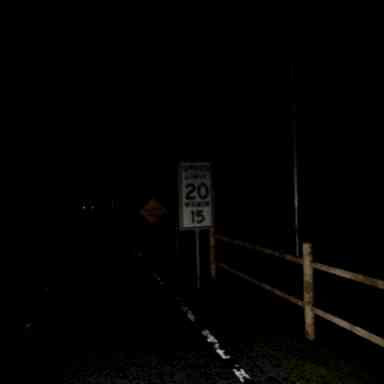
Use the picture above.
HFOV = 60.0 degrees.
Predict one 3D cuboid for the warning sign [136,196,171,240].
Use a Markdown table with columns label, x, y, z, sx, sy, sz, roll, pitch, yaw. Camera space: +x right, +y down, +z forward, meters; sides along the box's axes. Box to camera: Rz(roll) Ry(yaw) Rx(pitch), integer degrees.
| label | x | y | z | sx | sy | sz | roll | pitch | yaw |
| --- | --- | --- | --- | --- | --- | --- | --- | --- | --- |
| warning sign | -1.762 | 1.152 | 15.085 | 1.300 | 1.860 | 1.060 | -2 | 0 | -17 |

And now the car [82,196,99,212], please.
| label | x | y | z | sx | sy | sz | roll | pitch | yaw |
| --- | --- | --- | --- | --- | --- | --- | --- | --- | --- |
| car | -14.303 | 1.582 | 46.936 | 2.150 | 2.045 | 5.566 | -2 | 0 | -17 |

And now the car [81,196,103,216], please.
| label | x | y | z | sx | sy | sz | roll | pitch | yaw |
| --- | --- | --- | --- | --- | --- | --- | --- | --- | --- |
| car | -10.868 | 1.625 | 36.114 | 2.097 | 1.767 | 4.553 | -2 | 0 | -18 |

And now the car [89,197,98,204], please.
| label | x | y | z | sx | sy | sz | roll | pitch | yaw |
| --- | --- | --- | --- | --- | --- | --- | --- | --- | --- |
| car | -24.125 | 2.114 | 81.425 | 1.812 | 1.442 | 4.674 | -2 | 0 | -17 |
